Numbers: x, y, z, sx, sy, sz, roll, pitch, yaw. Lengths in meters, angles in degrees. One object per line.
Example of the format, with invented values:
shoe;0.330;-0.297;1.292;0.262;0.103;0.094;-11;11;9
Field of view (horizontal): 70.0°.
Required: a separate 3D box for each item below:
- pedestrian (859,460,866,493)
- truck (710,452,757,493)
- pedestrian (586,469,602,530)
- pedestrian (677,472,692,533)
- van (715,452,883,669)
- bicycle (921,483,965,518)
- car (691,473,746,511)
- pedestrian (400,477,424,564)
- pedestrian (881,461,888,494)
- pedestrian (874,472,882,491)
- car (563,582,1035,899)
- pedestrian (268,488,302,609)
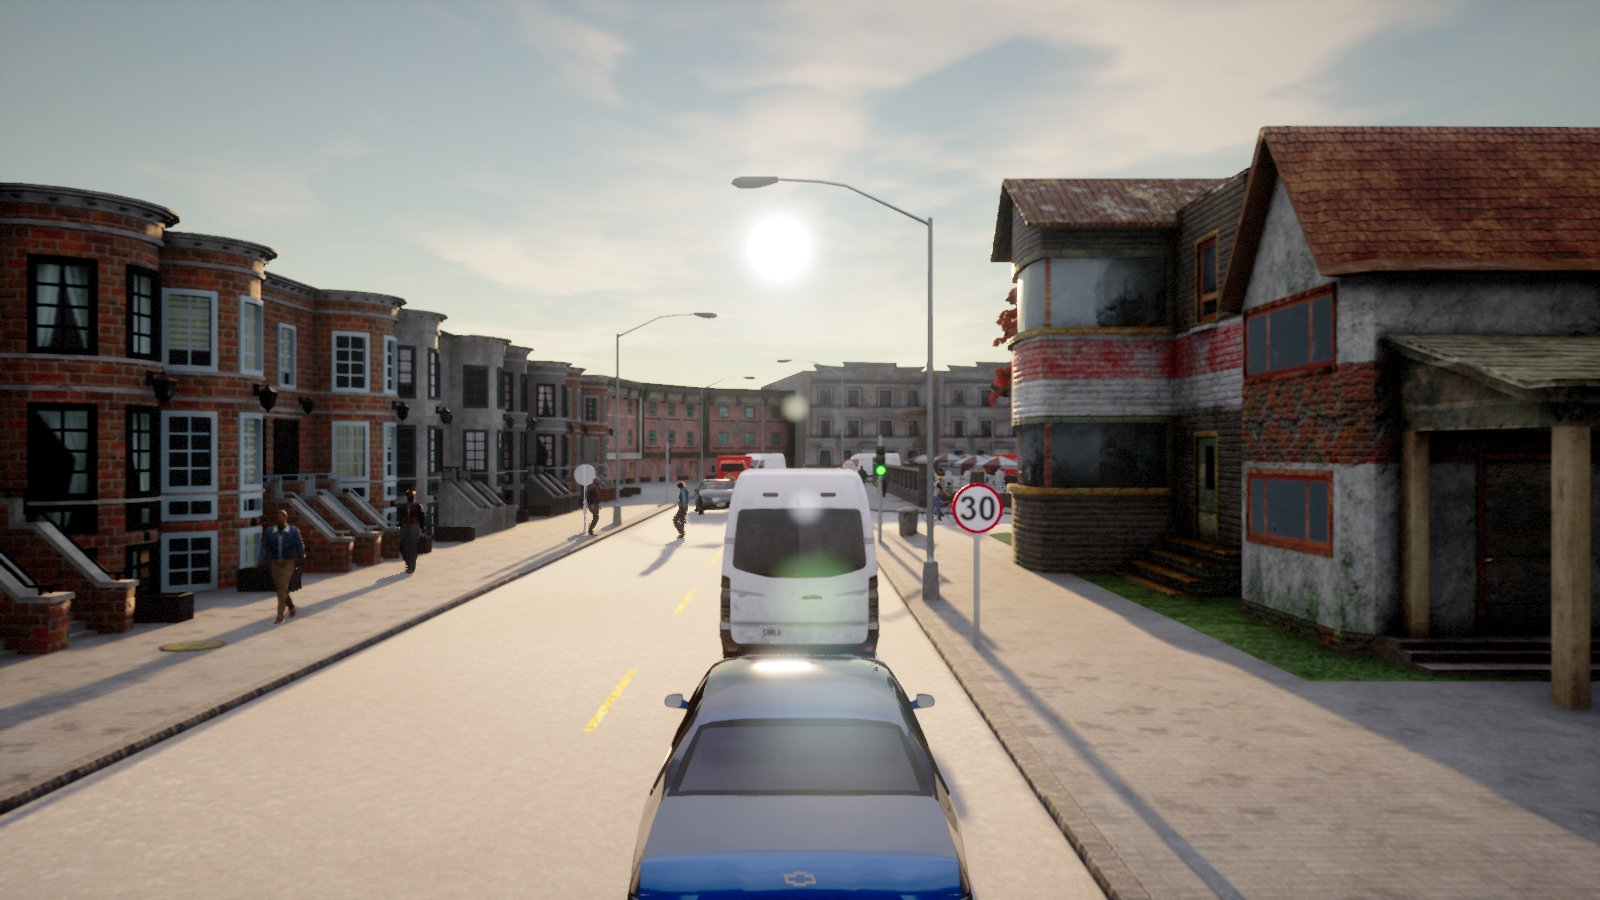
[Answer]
pedestrian;3.579;1.527;65.435;0.375;1.860;0.375;0;0;3
truck;-4.075;1.360;70.858;2.627;2.467;5.204;0;0;0
pedestrian;-6.383;1.533;35.428;0.375;1.860;0.375;0;0;10
pedestrian;-3.616;1.635;35.696;0.375;1.860;0.375;0;0;12
van;-0.014;1.317;16.498;1.988;2.561;5.915;0;0;0
bicycle;5.518;1.944;44.052;1.643;1.296;0.373;0;0;4
car;-3.694;1.836;51.014;2.128;1.511;4.902;0;0;-8
pedestrian;-8.413;1.529;24.776;0.375;1.860;0.375;0;0;2
pedestrian;4.725;1.527;63.876;0.375;1.860;0.375;0;0;0
pedestrian;4.723;1.918;69.227;0.500;1.100;0.500;0;0;0
car;-0.006;1.888;7.593;2.033;1.411;5.357;0;0;0
pedestrian;-8.054;1.529;17.862;0.375;1.860;0.375;0;0;-3
